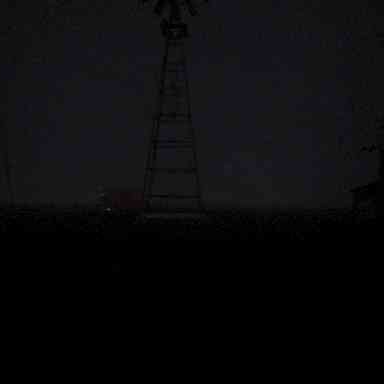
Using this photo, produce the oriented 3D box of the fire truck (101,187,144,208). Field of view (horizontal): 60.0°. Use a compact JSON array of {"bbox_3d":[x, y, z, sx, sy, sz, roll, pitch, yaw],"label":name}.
[{"bbox_3d":[-12.806,1.004,62.475,2.891,3.827,8.468,1,0,35],"label":"fire truck"}]
